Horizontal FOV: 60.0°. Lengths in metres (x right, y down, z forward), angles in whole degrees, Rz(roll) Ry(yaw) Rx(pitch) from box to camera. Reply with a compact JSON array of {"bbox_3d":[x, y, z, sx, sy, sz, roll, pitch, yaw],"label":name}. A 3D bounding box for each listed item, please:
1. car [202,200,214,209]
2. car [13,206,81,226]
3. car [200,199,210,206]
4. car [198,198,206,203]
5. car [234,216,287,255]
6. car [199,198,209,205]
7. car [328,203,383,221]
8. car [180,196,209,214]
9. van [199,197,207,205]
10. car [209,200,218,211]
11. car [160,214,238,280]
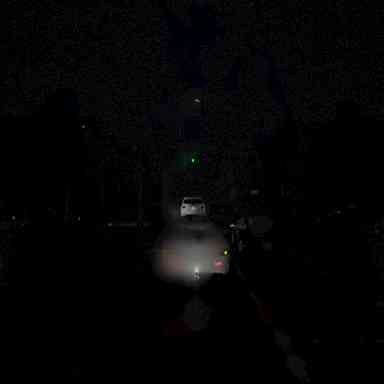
[{"bbox_3d":[2.648,2.086,57.159,1.802,1.307,4.206,-1,-1,0],"label":"car"},{"bbox_3d":[-11.127,1.816,25.607,4.902,1.511,2.128,0,1,0],"label":"car"},{"bbox_3d":[2.652,2.149,68.223,1.887,1.381,4.507,-1,-1,0],"label":"car"},{"bbox_3d":[2.662,2.356,90.353,2.008,1.369,4.403,-1,-1,0],"label":"car"},{"bbox_3d":[2.628,1.668,13.650,2.008,1.369,4.403,-1,0,0],"label":"car"},{"bbox_3d":[2.652,2.095,73.757,1.967,1.590,4.097,-1,-1,0],"label":"car"},{"bbox_3d":[14.168,1.656,28.544,4.674,1.442,1.812,0,1,-2],"label":"car"},{"bbox_3d":[0.111,1.482,30.859,2.150,2.045,5.566,0,-1,0],"label":"car"},{"bbox_3d":[2.653,2.046,79.290,1.690,1.788,3.998,-1,-1,0],"label":"van"},{"bbox_3d":[2.642,1.949,46.094,1.887,1.381,4.507,-1,-1,0],"label":"car"},{"bbox_3d":[0.092,1.611,10.081,1.812,1.442,4.674,0,0,0],"label":"car"}]
